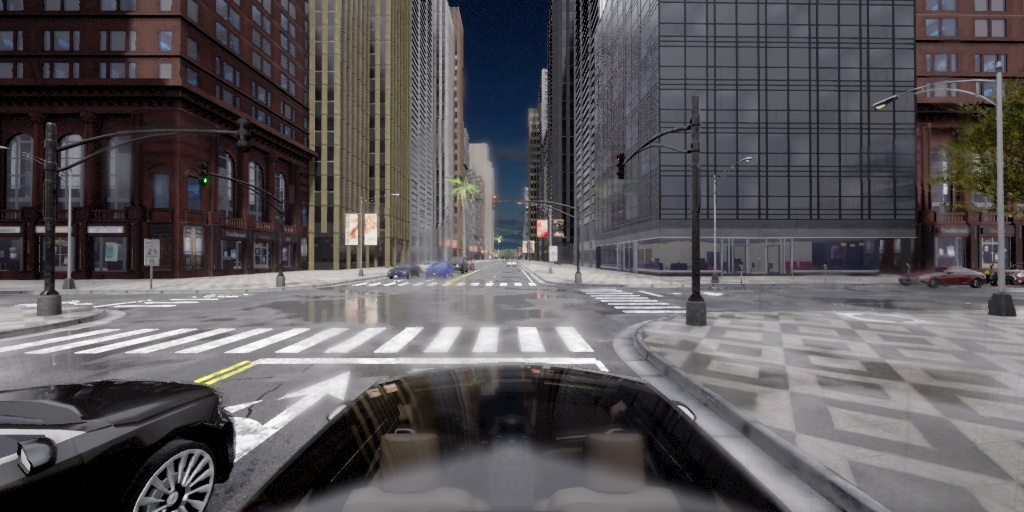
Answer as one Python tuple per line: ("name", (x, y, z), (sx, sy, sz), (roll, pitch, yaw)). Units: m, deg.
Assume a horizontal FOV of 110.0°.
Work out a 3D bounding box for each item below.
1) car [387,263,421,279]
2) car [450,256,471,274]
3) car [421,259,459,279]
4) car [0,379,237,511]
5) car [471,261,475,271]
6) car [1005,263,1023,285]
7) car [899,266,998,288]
("car", (-9.871, 1.361, 33.542), (2.033, 1.411, 5.357), (0, 0, 3))
("car", (-6.669, 1.067, 43.680), (2.150, 2.045, 5.566), (0, 0, 0))
("car", (-6.651, 1.291, 33.573), (1.882, 1.535, 5.008), (0, 0, 2))
("car", (-3.138, 1.241, 0.933), (2.128, 1.511, 4.902), (0, 0, -1))
("car", (-6.670, 1.411, 53.970), (1.812, 1.442, 4.674), (0, 0, 0))
("car", (32.068, 1.116, 22.125), (4.097, 1.591, 1.967), (0, 0, -1))
("car", (26.430, 1.274, 22.027), (4.207, 1.307, 1.802), (0, 0, -1))
